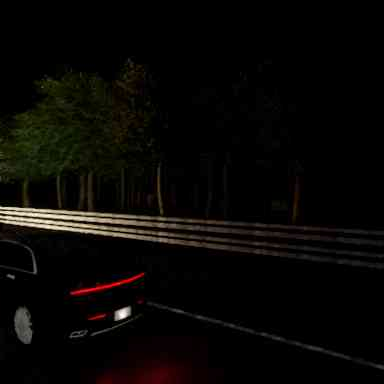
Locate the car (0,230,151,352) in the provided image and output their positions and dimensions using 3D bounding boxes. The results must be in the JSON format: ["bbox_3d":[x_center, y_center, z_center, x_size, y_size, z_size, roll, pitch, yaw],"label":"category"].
[{"bbox_3d":[-2.937,1.487,6.205,4.892,1.490,1.837,0,0,36],"label":"car"}]
